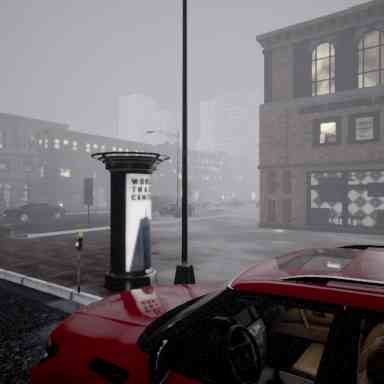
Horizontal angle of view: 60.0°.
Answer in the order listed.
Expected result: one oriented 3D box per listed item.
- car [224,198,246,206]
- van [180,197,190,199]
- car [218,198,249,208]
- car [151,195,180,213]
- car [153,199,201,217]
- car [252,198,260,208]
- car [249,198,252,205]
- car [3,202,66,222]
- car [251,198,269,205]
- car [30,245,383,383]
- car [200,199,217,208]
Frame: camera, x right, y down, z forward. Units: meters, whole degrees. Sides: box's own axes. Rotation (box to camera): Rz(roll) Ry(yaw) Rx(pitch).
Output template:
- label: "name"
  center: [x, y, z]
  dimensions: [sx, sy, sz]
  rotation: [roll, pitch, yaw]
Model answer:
- label: "car"
  center: [7.815, 1.815, 60.268]
  dimensions: [2.008, 1.369, 4.403]
  rotation: [0, -1, 36]
- label: "van"
  center: [-1.828, 1.518, 46.784]
  dimensions: [1.690, 1.788, 3.998]
  rotation: [0, 0, 36]
- label: "car"
  center: [6.800, 1.728, 54.237]
  dimensions: [2.128, 1.511, 4.902]
  rotation: [0, 0, 36]
- label: "car"
  center: [-4.254, 1.362, 38.929]
  dimensions: [2.150, 2.045, 5.566]
  rotation: [0, -1, 36]
- label: "car"
  center: [-1.396, 1.669, 32.890]
  dimensions: [1.887, 1.381, 4.507]
  rotation: [0, 0, 36]
- label: "car"
  center: [11.417, 1.676, 50.900]
  dimensions: [1.967, 1.590, 4.097]
  rotation: [0, -1, 36]
- label: "car"
  center: [11.029, 1.845, 64.763]
  dimensions: [2.008, 1.369, 4.403]
  rotation: [0, -1, 36]
- label: "car"
  center: [-12.731, 1.578, 27.113]
  dimensions: [1.837, 1.490, 4.892]
  rotation: [0, 0, 34]
- label: "car"
  center: [14.243, 1.876, 69.259]
  dimensions: [2.008, 1.369, 4.403]
  rotation: [0, -1, 36]
- label: "car"
  center: [1.033, 1.315, 2.138]
  dimensions: [5.009, 1.841, 2.192]
  rotation: [0, 0, 36]
- label: "car"
  center: [1.386, 1.756, 51.278]
  dimensions: [2.008, 1.369, 4.403]
  rotation: [0, 0, 36]
